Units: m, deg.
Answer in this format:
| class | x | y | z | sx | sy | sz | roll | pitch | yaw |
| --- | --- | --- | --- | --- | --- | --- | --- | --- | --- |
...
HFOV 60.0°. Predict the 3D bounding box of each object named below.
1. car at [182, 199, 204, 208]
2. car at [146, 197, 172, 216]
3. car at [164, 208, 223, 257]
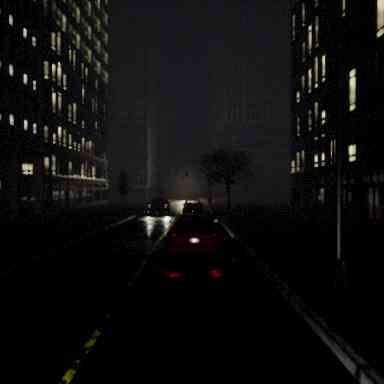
| class | x | y | z | sx | sy | sz | roll | pitch | yaw |
| --- | --- | --- | --- | --- | --- | --- | --- | --- | --- |
| car | 0.091 | 1.443 | 31.258 | 2.128 | 1.511 | 4.902 | 0 | 0 | 0 |
| car | -3.101 | 1.303 | 31.792 | 2.097 | 1.767 | 4.553 | 0 | 0 | 0 |
| car | 0.086 | 1.541 | 12.852 | 1.994 | 1.385 | 4.181 | 0 | 0 | 0 |
